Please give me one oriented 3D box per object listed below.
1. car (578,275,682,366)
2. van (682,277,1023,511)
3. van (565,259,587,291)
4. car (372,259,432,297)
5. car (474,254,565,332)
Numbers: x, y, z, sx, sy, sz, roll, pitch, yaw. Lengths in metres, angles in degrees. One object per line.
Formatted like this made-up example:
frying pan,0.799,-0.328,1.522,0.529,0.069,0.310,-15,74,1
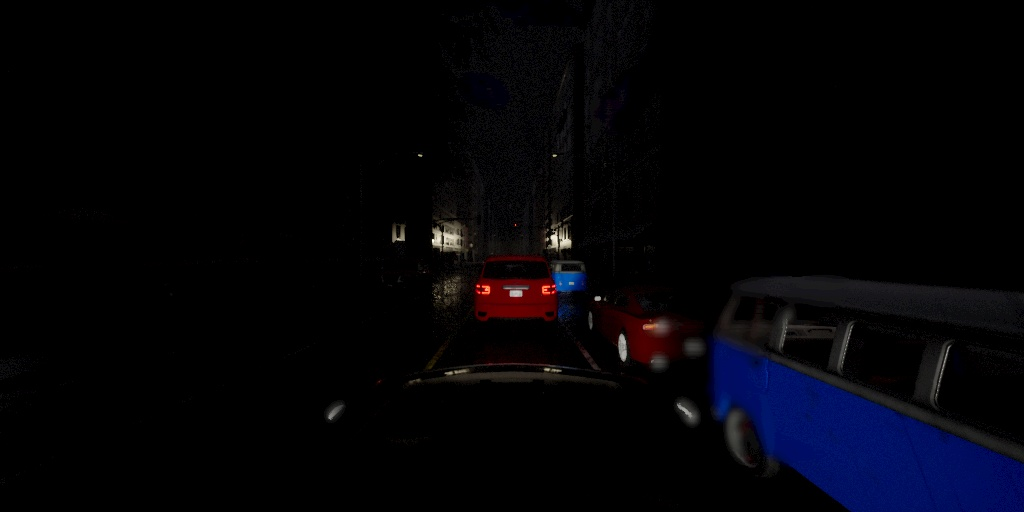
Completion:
car,2.863,1.294,7.840,1.888,1.381,4.507,0,0,0
van,2.856,1.091,2.179,1.690,1.789,3.998,0,0,0
van,2.876,1.086,19.161,1.690,1.789,3.998,0,0,0
car,-5.649,1.060,19.131,2.192,1.841,5.009,0,0,0
car,0.111,0.970,11.061,2.150,2.045,5.566,0,0,0
